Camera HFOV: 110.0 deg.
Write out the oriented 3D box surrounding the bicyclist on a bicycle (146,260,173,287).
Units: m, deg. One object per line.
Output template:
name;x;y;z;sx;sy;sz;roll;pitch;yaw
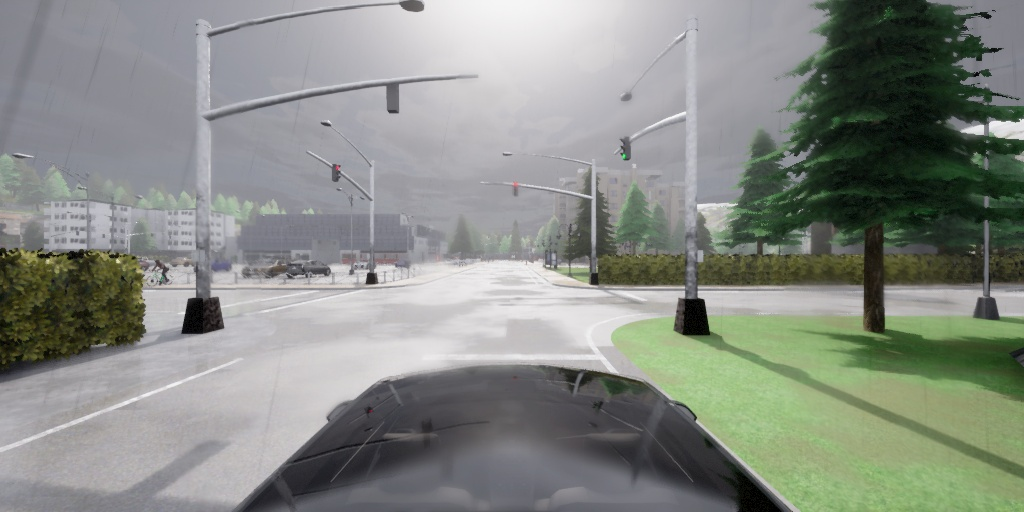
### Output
bicyclist on a bicycle;-21.760;1.051;22.163;0.582;1.620;1.656;0;0;1
